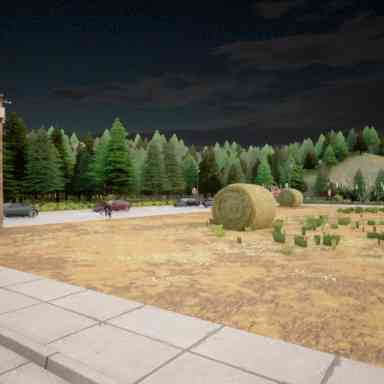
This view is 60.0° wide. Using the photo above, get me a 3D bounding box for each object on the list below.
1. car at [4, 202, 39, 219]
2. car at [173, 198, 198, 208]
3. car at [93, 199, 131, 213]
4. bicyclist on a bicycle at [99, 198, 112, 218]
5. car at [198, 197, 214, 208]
[{"bbox_3d":[-15.400,1.591,28.384,1.994,1.385,4.181,0,0,36],"label":"car"},{"bbox_3d":[-0.739,1.553,48.170,1.812,1.442,4.674,0,0,36],"label":"car"},{"bbox_3d":[-8.862,1.553,37.210,1.812,1.442,4.674,0,0,37],"label":"car"},{"bbox_3d":[-7.068,1.327,27.067,1.656,1.620,0.582,0,0,36],"label":"bicyclist on a bicycle"},{"bbox_3d":[3.480,1.518,47.815,2.128,1.511,4.902,0,0,37],"label":"car"}]
